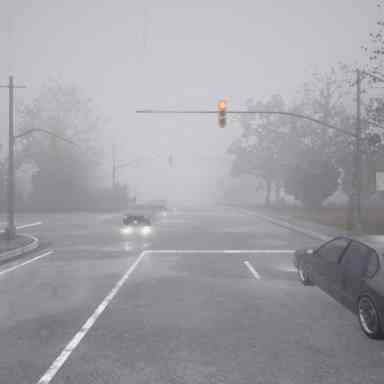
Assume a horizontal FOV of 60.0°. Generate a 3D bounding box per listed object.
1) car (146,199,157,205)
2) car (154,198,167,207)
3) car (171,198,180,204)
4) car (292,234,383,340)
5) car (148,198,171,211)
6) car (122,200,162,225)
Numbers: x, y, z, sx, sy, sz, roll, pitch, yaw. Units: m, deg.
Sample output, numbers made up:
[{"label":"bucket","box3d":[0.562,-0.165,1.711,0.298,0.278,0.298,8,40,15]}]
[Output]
[{"label":"car","box3d":[-9.241,2.301,75.454,1.895,1.301,4.718,0,-1,-16]},{"label":"car","box3d":[-5.736,1.843,59.718,2.128,1.511,4.902,0,-1,-9]},{"label":"car","box3d":[-4.535,2.189,83.014,2.097,1.767,4.553,0,-1,-22]},{"label":"car","box3d":[3.592,1.547,6.458,2.033,1.411,5.357,0,0,0]},{"label":"car","box3d":[-3.982,1.603,41.338,2.033,1.411,5.357,0,0,-3]},{"label":"car","box3d":[-3.653,1.548,24.111,2.033,1.411,5.357,0,0,0]}]
